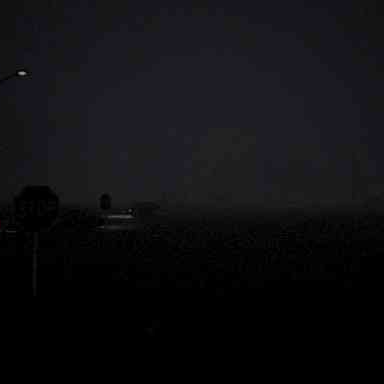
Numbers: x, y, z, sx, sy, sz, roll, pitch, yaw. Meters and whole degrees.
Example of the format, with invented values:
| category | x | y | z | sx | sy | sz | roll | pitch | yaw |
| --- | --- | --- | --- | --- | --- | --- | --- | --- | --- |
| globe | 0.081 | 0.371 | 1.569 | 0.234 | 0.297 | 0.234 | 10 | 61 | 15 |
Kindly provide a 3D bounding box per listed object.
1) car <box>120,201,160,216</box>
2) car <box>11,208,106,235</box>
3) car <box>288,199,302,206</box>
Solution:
| category | x | y | z | sx | sy | sz | roll | pitch | yaw |
| --- | --- | --- | --- | --- | --- | --- | --- | --- | --- |
| car | -5.421 | 1.743 | 35.192 | 1.837 | 1.490 | 4.892 | 1 | 2 | 36 |
| car | -7.790 | 1.679 | 19.969 | 2.033 | 1.411 | 5.357 | 1 | 0 | 36 |
| car | 23.077 | 2.220 | 74.606 | 1.882 | 1.535 | 5.008 | 1 | 0 | 36 |
